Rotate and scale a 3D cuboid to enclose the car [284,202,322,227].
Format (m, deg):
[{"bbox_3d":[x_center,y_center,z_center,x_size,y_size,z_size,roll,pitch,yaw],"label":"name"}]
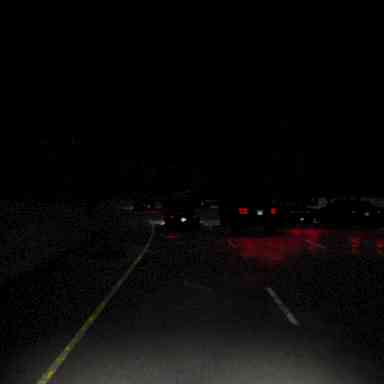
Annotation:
[{"bbox_3d":[6.176,1.395,22.043,2.128,1.511,4.902,0,0,-8],"label":"car"}]

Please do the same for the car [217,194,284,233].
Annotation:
[{"bbox_3d":[3.077,1.137,19.157,2.150,2.045,5.566,0,0,-6],"label":"car"}]

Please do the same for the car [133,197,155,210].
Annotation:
[{"bbox_3d":[-5.818,1.333,40.197,1.837,1.490,4.892,0,1,-22],"label":"car"}]

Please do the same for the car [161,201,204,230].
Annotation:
[{"bbox_3d":[-0.684,1.476,20.258,1.994,1.385,4.181,0,0,-6],"label":"car"}]

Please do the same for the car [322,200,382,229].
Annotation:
[{"bbox_3d":[9.759,1.263,21.080,2.097,1.767,4.553,0,0,-6],"label":"car"}]

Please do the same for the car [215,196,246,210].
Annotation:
[{"bbox_3d":[4.733,1.327,41.853,1.837,1.490,4.892,0,1,-21],"label":"car"}]

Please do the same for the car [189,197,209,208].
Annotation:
[{"bbox_3d":[0.551,1.379,43.138,1.994,1.385,4.181,0,0,-22],"label":"car"}]

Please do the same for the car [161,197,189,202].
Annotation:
[{"bbox_3d":[-2.409,1.300,41.083,1.882,1.535,5.008,0,0,-22],"label":"car"}]
